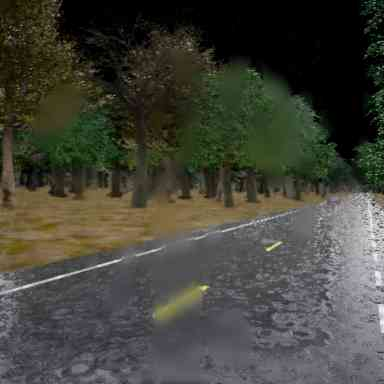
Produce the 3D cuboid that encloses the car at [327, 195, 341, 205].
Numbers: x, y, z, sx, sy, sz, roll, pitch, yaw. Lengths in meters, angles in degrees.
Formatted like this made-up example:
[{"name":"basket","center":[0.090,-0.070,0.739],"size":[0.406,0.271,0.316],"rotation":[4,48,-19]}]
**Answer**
[{"name":"car","center":[24.142,1.295,56.495],"size":[2.128,1.511,4.902],"rotation":[1,0,28]}]
